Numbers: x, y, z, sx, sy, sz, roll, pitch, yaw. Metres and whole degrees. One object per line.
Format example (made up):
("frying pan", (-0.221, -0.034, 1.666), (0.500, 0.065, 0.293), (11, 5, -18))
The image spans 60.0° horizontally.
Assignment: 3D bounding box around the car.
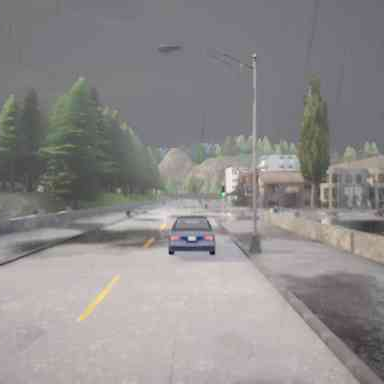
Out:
("car", (-0.003, 1.680, 13.992), (2.033, 1.411, 5.357), (0, -1, 0))
